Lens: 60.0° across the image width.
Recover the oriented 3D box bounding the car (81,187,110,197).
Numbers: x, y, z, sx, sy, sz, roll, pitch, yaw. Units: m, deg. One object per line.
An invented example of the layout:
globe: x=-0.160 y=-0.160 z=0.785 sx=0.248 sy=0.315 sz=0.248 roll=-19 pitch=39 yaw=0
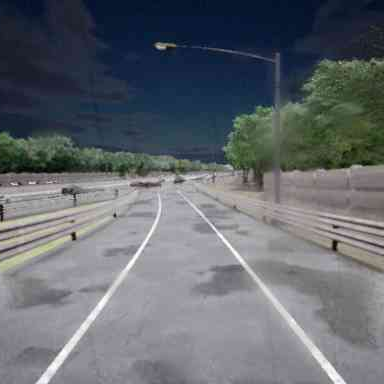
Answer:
car: x=-14.291 y=-0.058 z=51.059 sx=2.128 sy=1.511 sz=4.902 roll=1 pitch=4 yaw=13

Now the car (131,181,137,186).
car: x=-13.910 y=-2.160 z=84.008 sx=1.994 sy=1.385 sz=4.181 roll=1 pitch=4 yaw=13

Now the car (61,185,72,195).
car: x=-20.222 y=-0.381 z=56.511 sx=1.837 sy=1.490 sz=4.892 roll=1 pitch=4 yaw=13

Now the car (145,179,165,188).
car: x=-8.482 y=-1.744 z=76.367 sx=1.837 sy=1.490 sz=4.892 roll=1 pitch=4 yaw=13

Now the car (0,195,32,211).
car: x=-18.317 y=1.249 z=33.525 sx=1.895 sy=1.301 sz=4.718 roll=1 pitch=4 yaw=13

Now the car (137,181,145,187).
car: x=-10.999 y=-2.057 z=81.046 sx=1.882 sy=1.535 sz=5.008 roll=1 pitch=4 yaw=13

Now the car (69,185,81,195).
car: x=-17.251 y=-0.115 z=53.815 sx=1.895 sy=1.301 sz=4.718 roll=1 pitch=4 yaw=13
